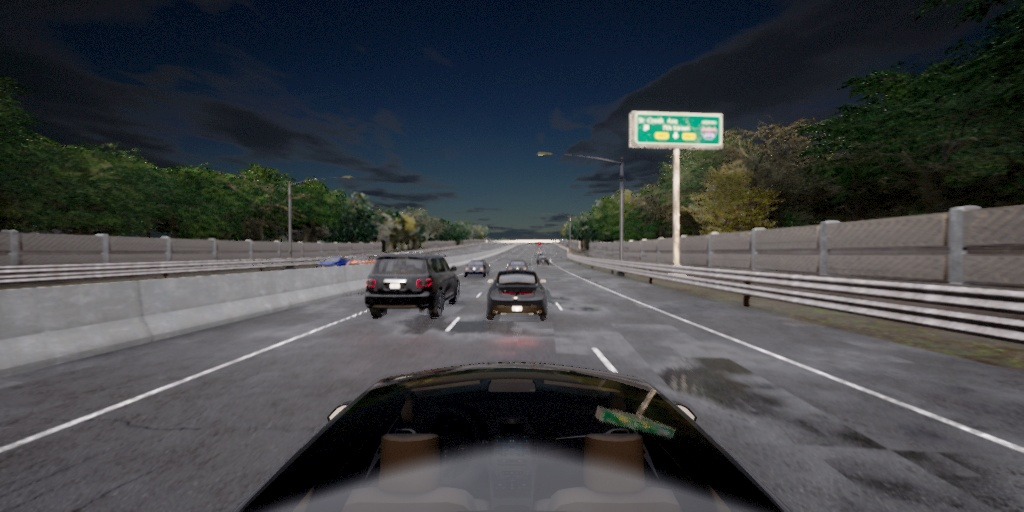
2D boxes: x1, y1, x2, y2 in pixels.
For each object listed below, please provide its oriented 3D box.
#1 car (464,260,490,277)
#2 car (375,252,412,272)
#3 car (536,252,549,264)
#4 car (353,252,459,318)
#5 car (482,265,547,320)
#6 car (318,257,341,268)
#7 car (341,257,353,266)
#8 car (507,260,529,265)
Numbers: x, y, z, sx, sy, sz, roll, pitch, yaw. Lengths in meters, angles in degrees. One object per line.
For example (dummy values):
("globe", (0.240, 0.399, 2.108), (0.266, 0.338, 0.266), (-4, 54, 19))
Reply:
("car", (-2.992, 1.056, 31.505), (2.033, 1.411, 5.357), (0, 1, 1))
("car", (-13.404, 0.589, 40.938), (2.150, 2.045, 5.566), (0, 1, 2))
("car", (4.857, 0.500, 57.135), (1.812, 1.442, 4.674), (0, 2, 3))
("car", (-3.327, 0.936, 12.959), (2.150, 2.045, 5.566), (0, 0, 1))
("car", (0.172, 1.223, 12.555), (1.837, 1.490, 4.892), (0, 0, 1))
("car", (-20.377, 0.836, 41.479), (1.882, 1.535, 5.008), (0, 1, 2))
("car", (-16.908, 0.725, 40.587), (2.097, 1.767, 4.553), (0, 1, 2))
("car", (0.514, 1.054, 31.660), (2.033, 1.411, 5.357), (0, 1, 2))
